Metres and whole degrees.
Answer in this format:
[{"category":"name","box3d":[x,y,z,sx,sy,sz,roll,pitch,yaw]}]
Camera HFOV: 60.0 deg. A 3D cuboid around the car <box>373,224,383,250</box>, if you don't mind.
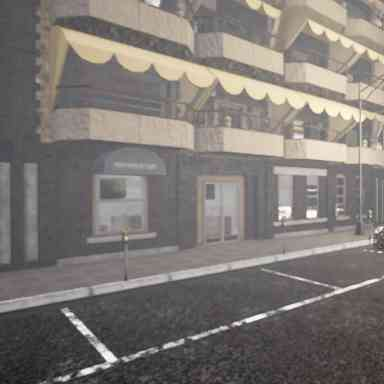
[{"category":"car","box3d":[8.741,1.409,12.798,4.097,1.590,1.967,0,0,-36]}]
